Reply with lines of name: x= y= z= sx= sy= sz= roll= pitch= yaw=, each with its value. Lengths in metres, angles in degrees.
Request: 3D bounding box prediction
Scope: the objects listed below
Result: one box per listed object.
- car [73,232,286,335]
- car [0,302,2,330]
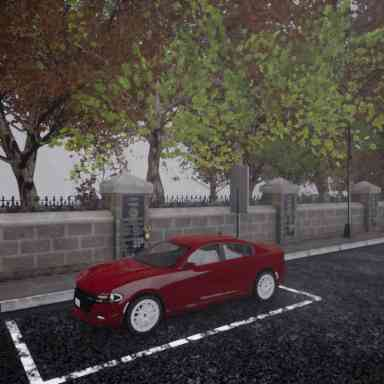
car: x=-0.027 y=1.545 z=6.702 sx=4.507 sy=1.381 sz=1.887 roll=0 pitch=0 yaw=-36
car: x=-4.504 y=1.551 z=3.439 sx=4.403 sy=1.369 sz=2.008 roll=0 pitch=0 yaw=-36
